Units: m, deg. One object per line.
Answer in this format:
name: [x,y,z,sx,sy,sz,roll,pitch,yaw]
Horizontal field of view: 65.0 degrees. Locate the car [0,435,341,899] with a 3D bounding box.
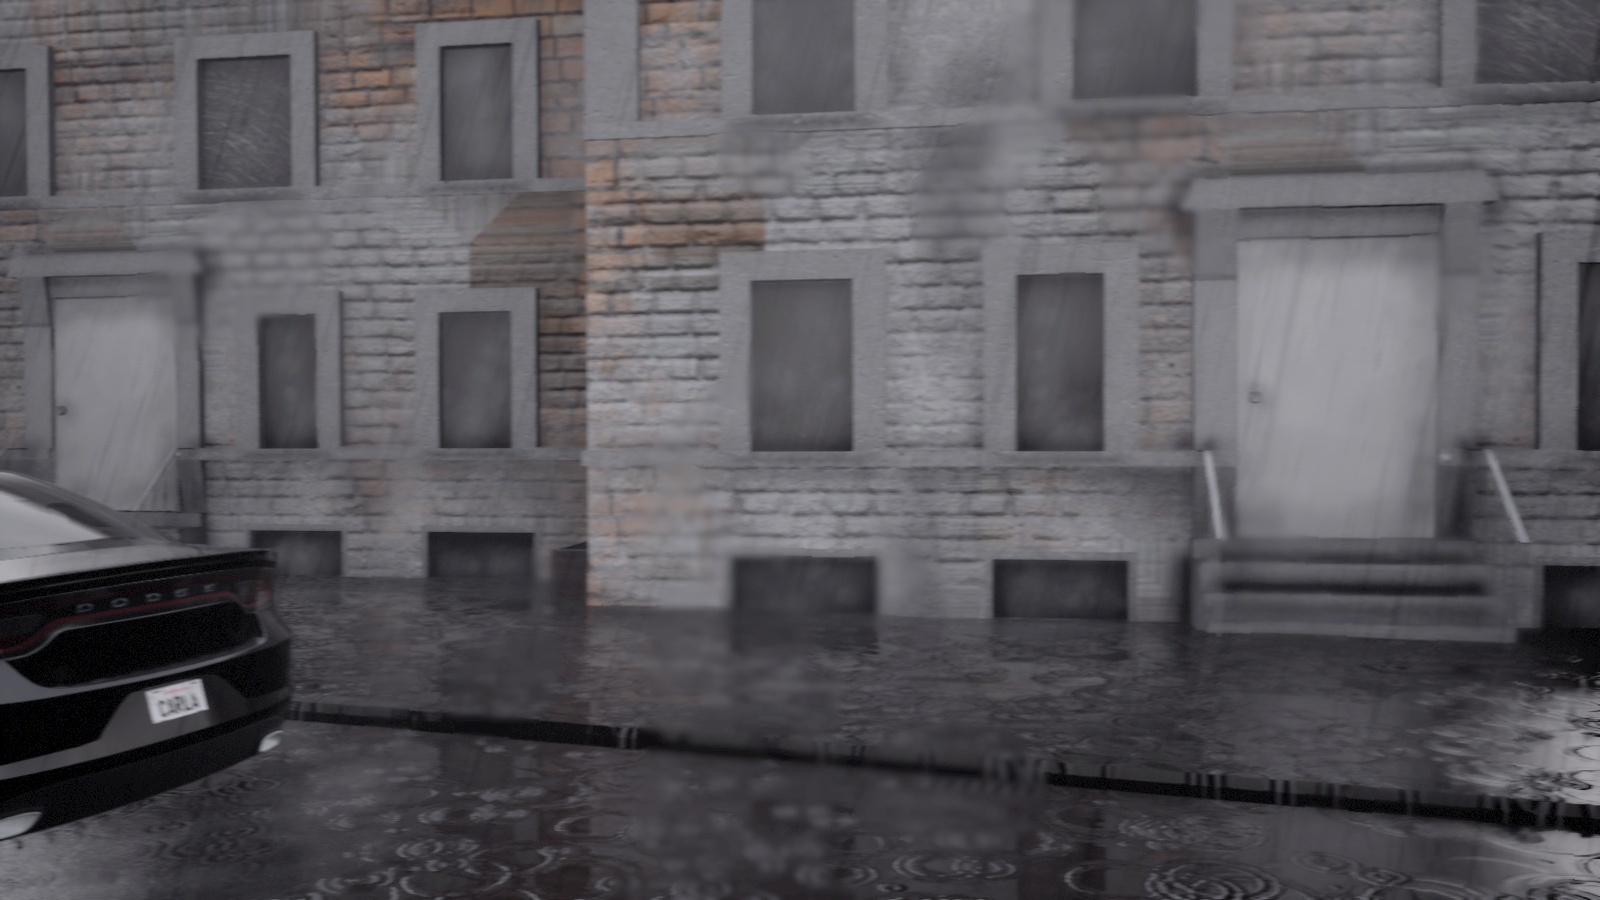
car: [-4.637,0.702,5.280,5.008,1.535,1.882,1,1,19]
